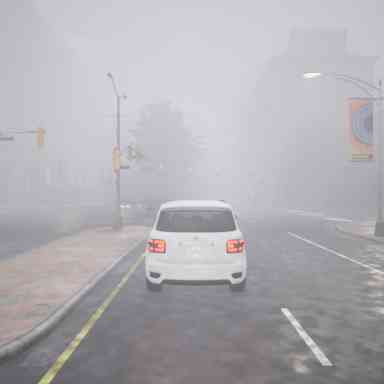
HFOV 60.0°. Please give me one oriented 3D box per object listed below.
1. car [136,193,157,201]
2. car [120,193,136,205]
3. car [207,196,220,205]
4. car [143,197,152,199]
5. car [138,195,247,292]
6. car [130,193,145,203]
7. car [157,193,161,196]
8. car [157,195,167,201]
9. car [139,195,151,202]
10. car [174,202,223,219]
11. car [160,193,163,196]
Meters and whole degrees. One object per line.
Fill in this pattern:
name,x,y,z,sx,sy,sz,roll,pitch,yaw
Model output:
car,-7.902,1.352,57.940,2.097,1.767,4.553,0,0,0
car,-11.384,1.491,59.720,2.128,1.511,4.902,0,0,1
car,3.804,1.547,60.968,2.033,1.411,5.357,0,0,0
car,-2.057,1.491,32.764,4.902,1.511,2.128,0,0,0
car,0.099,1.221,9.059,2.150,2.045,5.566,0,0,0
car,-11.285,1.225,69.639,2.150,2.045,5.566,0,0,0
car,-7.818,1.525,66.824,1.812,1.442,4.674,0,0,1
car,-7.733,1.552,86.256,1.994,1.385,4.181,0,0,0
car,-11.252,1.525,80.077,2.128,1.511,4.902,0,0,0
car,0.565,1.564,29.270,4.181,1.385,1.994,0,0,0
car,-7.764,1.225,76.441,2.150,2.045,5.566,0,0,0
